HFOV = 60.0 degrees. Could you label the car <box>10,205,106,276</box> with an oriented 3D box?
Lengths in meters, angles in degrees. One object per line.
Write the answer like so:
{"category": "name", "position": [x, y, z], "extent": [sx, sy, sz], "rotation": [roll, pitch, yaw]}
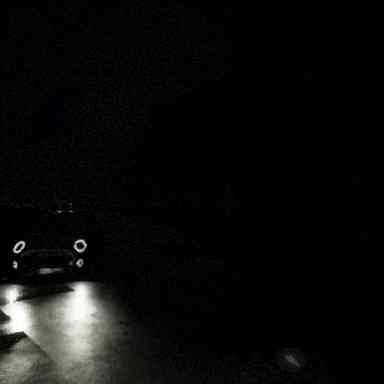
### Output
{"category": "car", "position": [-4.102, 1.484, 10.856], "extent": [2.097, 1.767, 4.553], "rotation": [0, -1, -8]}

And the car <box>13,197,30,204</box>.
{"category": "car", "position": [-37.884, 1.856, 73.952], "extent": [4.892, 1.490, 1.837], "rotation": [1, -1, 35]}

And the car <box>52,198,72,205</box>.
{"category": "car", "position": [-19.432, 1.811, 49.648], "extent": [2.097, 1.767, 4.553], "rotation": [1, -1, -35]}
